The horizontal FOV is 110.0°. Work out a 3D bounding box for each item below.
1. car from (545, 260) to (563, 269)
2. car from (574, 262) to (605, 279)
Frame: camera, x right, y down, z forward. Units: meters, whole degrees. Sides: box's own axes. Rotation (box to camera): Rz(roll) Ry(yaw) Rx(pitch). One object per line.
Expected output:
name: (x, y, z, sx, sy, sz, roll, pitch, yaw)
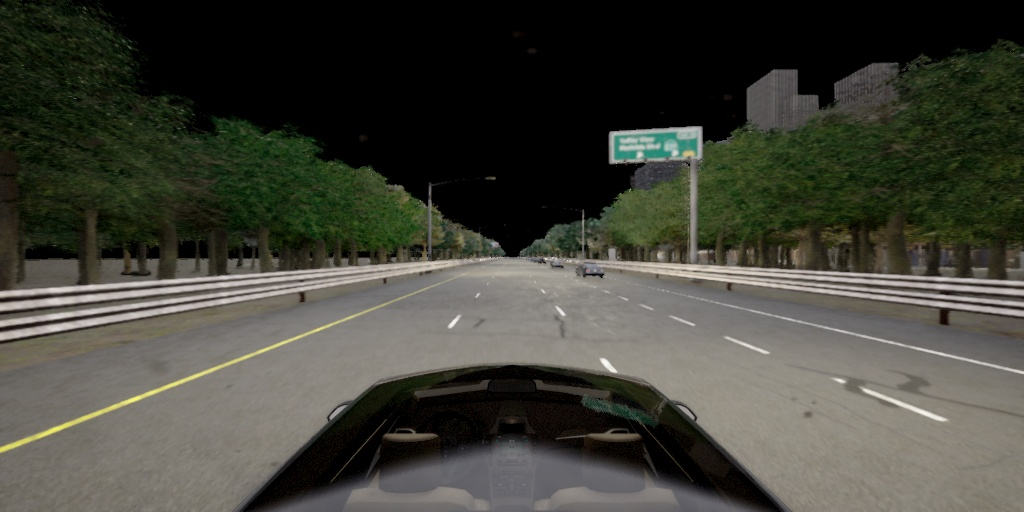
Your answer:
car: (7.053, 1.294, 57.788, 2.033, 1.411, 5.357, 0, 0, 0)
car: (7.028, 1.296, 32.831, 2.033, 1.411, 5.357, 0, 0, 0)
